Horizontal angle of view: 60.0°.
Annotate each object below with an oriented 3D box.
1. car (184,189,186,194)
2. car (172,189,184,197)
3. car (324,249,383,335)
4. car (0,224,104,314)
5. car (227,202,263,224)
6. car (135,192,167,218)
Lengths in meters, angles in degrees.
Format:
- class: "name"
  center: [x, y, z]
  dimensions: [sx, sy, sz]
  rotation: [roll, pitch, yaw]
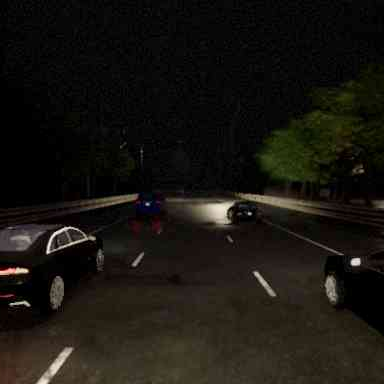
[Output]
- class: "car"
  center: [-3.521, 0.174, 90.109]
  dimensions: [2.128, 1.511, 4.902]
  rotation: [0, 1, 0]
- class: "car"
  center: [-3.519, 0.429, 79.108]
  dimensions: [1.812, 1.442, 4.674]
  rotation: [0, 1, 0]
- class: "car"
  center: [3.599, 1.464, 4.756]
  dimensions: [1.882, 1.535, 5.008]
  rotation: [0, 0, 0]
- class: "car"
  center: [-3.401, 1.466, 7.551]
  dimensions: [2.128, 1.511, 4.902]
  rotation: [0, 0, 0]
- class: "car"
  center: [3.594, 1.395, 23.304]
  dimensions: [2.033, 1.411, 5.357]
  rotation: [0, 1, 0]
- class: "car"
  center: [-3.407, 1.010, 28.221]
  dimensions: [2.150, 2.045, 5.566]
  rotation: [0, 1, 0]
